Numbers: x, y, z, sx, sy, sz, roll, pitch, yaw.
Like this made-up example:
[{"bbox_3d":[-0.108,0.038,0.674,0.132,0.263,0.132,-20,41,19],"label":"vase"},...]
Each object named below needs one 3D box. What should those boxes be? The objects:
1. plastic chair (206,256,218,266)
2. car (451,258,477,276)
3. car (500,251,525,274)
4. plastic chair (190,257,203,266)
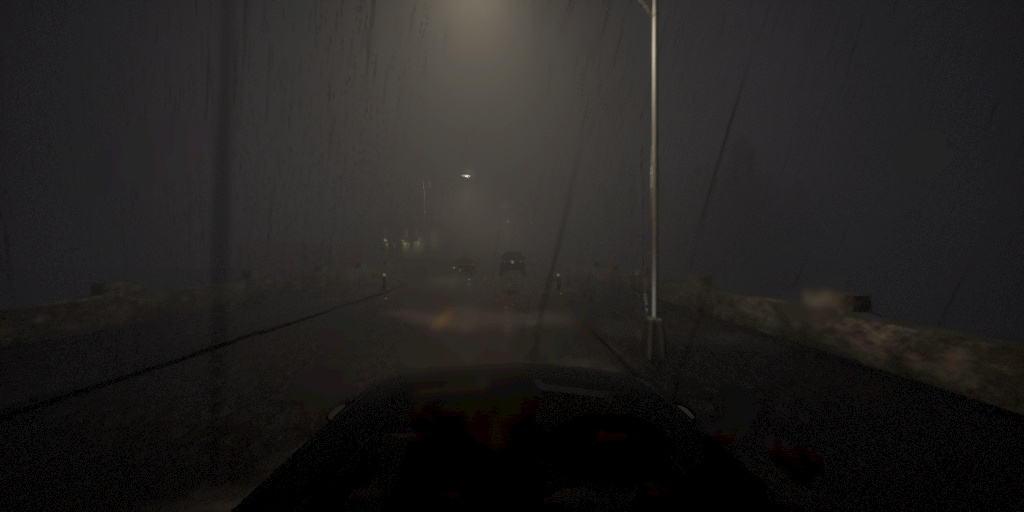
[{"bbox_3d":[-41.262,0.709,49.515,0.730,1.272,0.750,0,0,0],"label":"plastic chair"},{"bbox_3d":[-4.129,0.902,31.552,1.837,1.490,4.892,0,1,0],"label":"car"},{"bbox_3d":[0.055,0.597,33.406,2.150,2.045,5.566,0,1,0],"label":"car"},{"bbox_3d":[-42.562,0.726,48.115,0.750,1.272,0.730,0,0,0],"label":"plastic chair"}]
